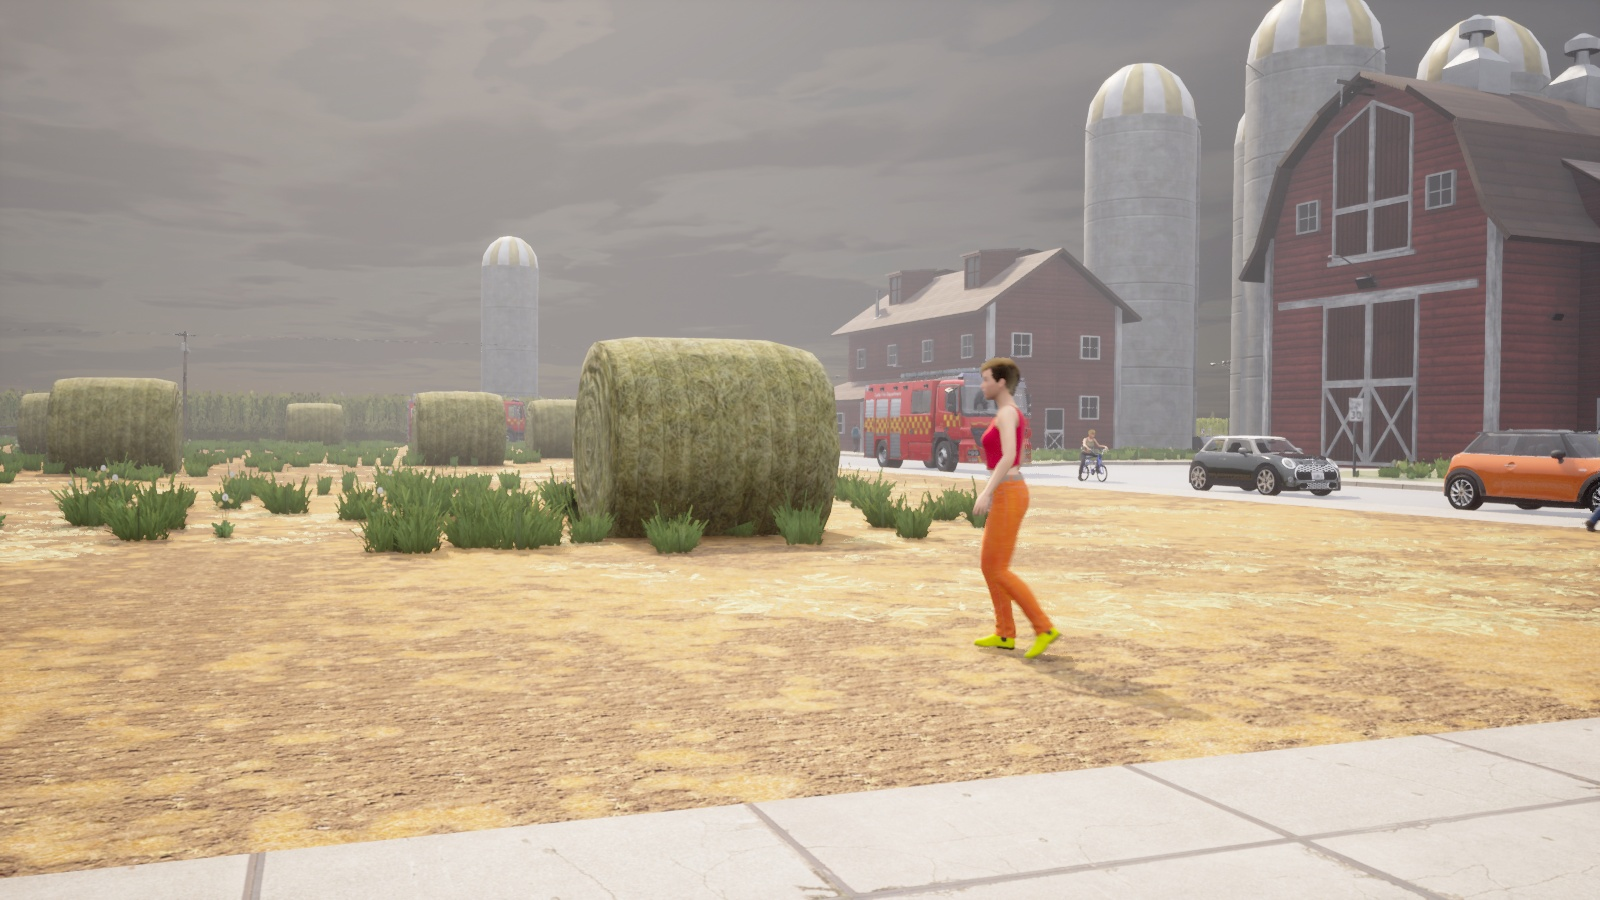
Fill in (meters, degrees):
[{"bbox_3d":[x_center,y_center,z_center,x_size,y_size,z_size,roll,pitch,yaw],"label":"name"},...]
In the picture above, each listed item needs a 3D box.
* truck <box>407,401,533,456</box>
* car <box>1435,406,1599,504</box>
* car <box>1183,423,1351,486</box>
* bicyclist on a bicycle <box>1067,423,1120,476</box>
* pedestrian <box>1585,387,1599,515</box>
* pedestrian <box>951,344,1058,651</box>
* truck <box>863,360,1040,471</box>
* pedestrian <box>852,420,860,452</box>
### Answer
[{"bbox_3d":[-23.809,-1.588,90.715,8.468,3.827,2.891,-1,1,-21],"label":"truck"},{"bbox_3d":[14.925,0.065,24.186,2.097,1.767,4.553,-1,1,-22],"label":"car"},{"bbox_3d":[11.797,0.083,31.992,1.970,1.475,3.806,-1,1,-22],"label":"car"},{"bbox_3d":[9.062,-0.027,38.792,0.866,1.612,1.509,-1,1,-22],"label":"bicyclist on a bicycle"},{"bbox_3d":[11.710,0.010,17.998,0.354,1.836,0.706,-1,1,-27],"label":"pedestrian"},{"bbox_3d":[1.267,0.283,7.743,0.594,1.836,0.345,0,1,17],"label":"pedestrian"},{"bbox_3d":[5.511,-1.252,47.609,2.891,3.827,8.468,-2,1,-22],"label":"truck"},{"bbox_3d":[3.410,-0.855,76.447,0.396,1.930,0.692,0,1,10],"label":"pedestrian"}]
